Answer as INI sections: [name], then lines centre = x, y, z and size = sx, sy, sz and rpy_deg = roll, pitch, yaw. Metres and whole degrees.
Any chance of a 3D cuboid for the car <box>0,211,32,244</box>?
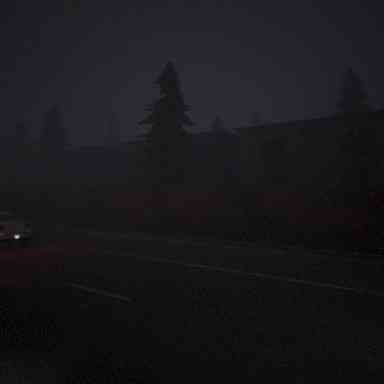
[car]
centre = -8.858, 1.551, 14.589
size = 4.674, 1.442, 1.812
rpy_deg = 0, 0, 35
